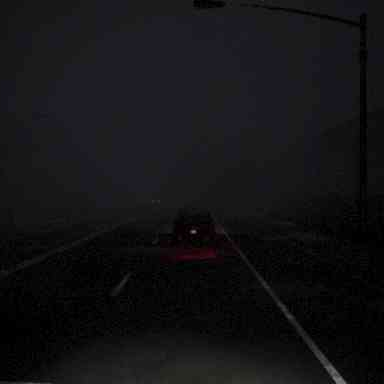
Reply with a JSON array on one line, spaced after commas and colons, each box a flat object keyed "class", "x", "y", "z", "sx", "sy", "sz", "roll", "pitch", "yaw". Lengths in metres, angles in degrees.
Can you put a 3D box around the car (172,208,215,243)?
[{"class": "car", "x": 0.079, "y": 1.513, "z": 16.349, "sx": 1.882, "sy": 1.535, "sz": 5.008, "roll": 0, "pitch": 0, "yaw": 0}]
